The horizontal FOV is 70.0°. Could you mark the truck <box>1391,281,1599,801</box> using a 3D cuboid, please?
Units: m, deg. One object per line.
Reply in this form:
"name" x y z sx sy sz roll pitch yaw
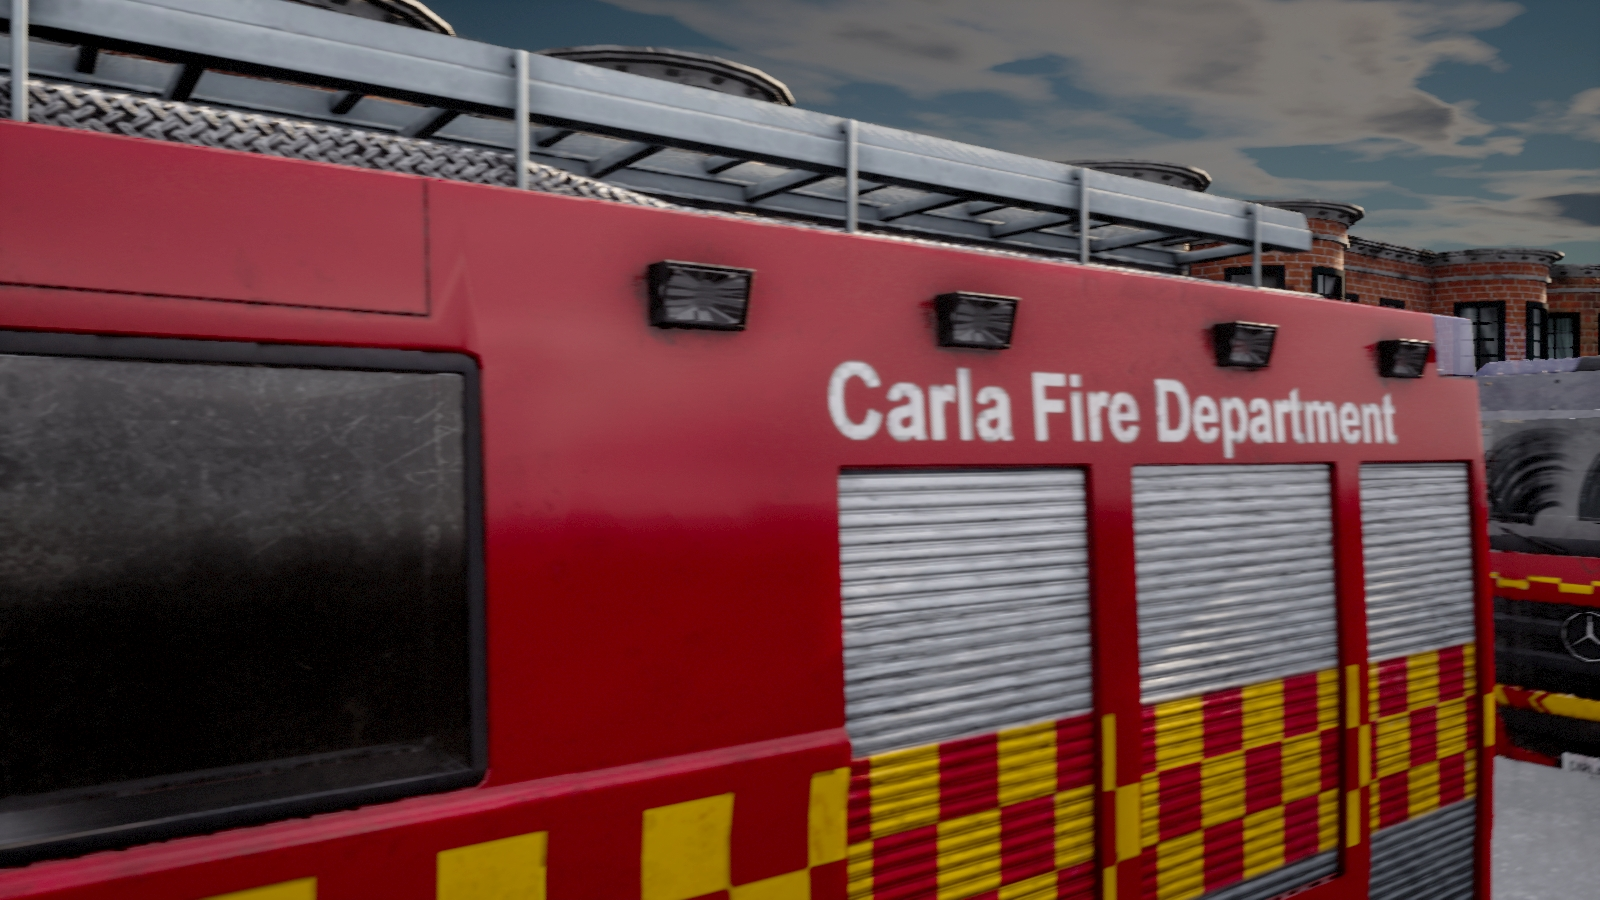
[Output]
"truck" 9.296 0.670 10.909 8.468 3.827 2.891 0 0 -35
